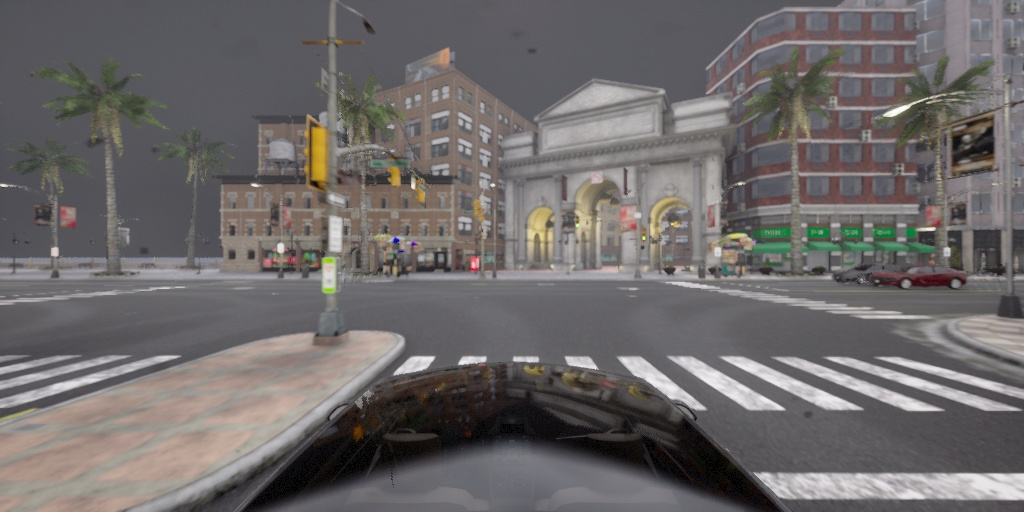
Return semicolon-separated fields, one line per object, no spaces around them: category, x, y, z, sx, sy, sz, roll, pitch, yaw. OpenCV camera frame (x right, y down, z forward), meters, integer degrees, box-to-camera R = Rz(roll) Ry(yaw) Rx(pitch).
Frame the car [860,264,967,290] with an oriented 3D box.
car;26.082;1.324;23.155;5.008;1.535;1.882;-1;0;1

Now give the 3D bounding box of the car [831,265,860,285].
car;26.646;1.365;26.646;4.892;1.490;1.837;0;0;1
